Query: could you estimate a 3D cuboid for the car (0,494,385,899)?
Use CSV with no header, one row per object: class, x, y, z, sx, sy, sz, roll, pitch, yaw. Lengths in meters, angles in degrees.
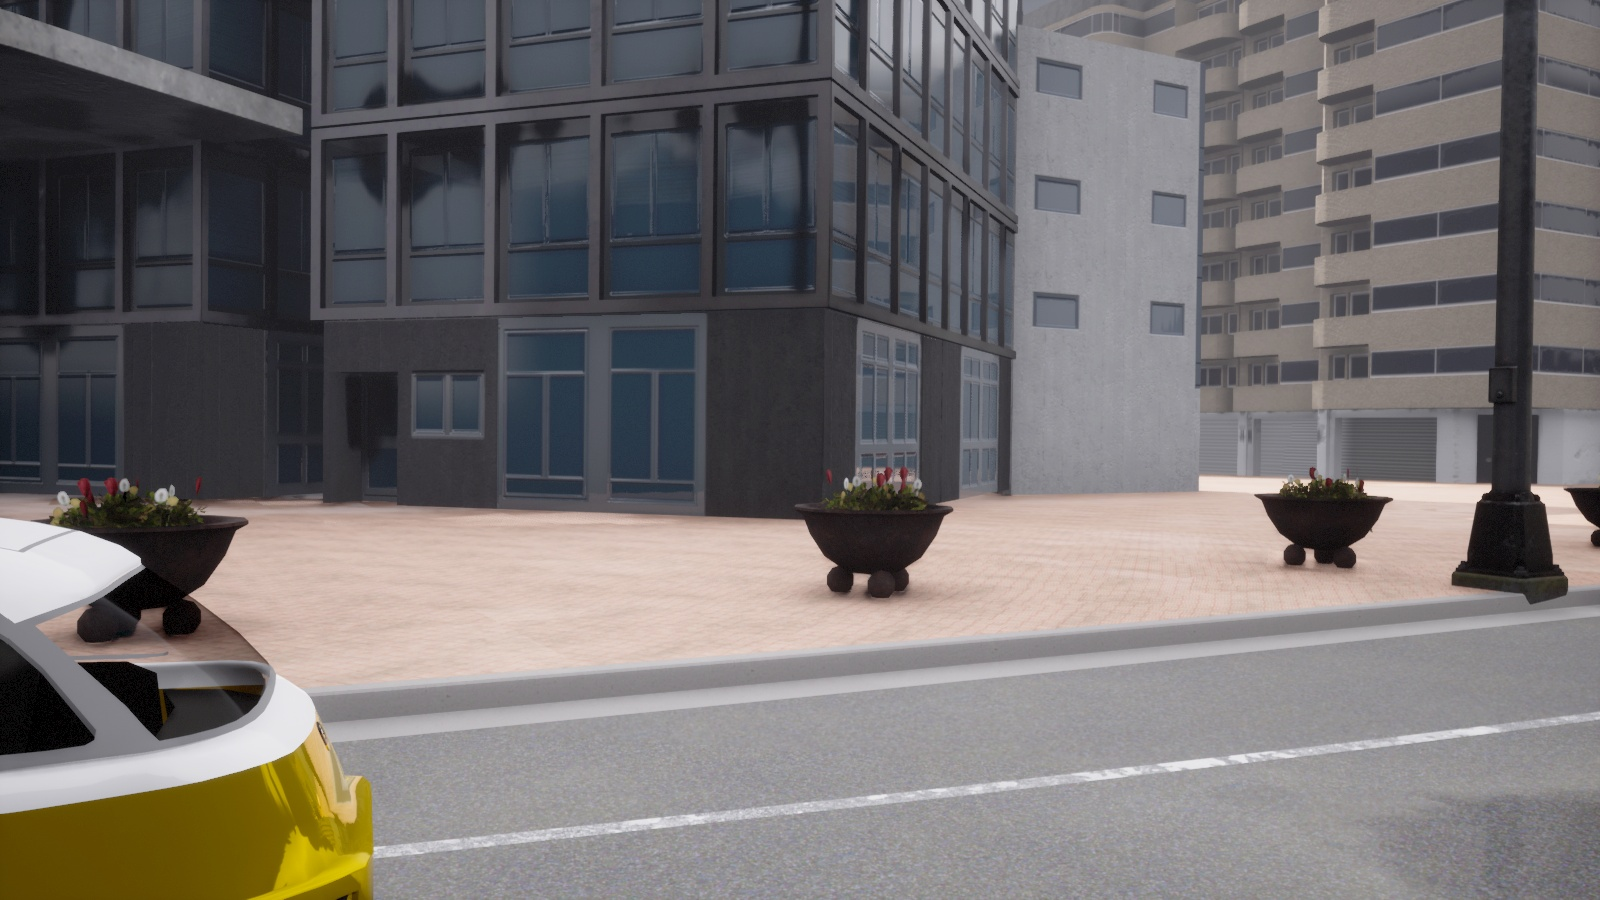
car,-2.009,0.834,2.517,2.207,1.376,1.481,-1,1,-19
